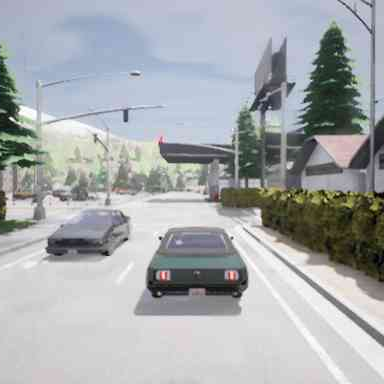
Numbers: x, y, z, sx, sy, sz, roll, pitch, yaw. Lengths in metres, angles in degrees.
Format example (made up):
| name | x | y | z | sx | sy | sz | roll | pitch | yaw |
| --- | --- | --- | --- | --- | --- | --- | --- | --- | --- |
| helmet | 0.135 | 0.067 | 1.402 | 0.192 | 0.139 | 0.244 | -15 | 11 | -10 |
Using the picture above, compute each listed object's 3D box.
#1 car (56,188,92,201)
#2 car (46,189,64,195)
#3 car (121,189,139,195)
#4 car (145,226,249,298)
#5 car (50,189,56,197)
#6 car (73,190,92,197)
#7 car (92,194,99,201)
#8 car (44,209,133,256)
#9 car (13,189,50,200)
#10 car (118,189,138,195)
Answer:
| name | x | y | z | sx | sy | sz | roll | pitch | yaw |
| --- | --- | --- | --- | --- | --- | --- | --- | --- | --- |
| car | -16.748 | 0.360 | 47.325 | 3.866 | 1.878 | 1.905 | 0 | 1 | 0 |
| car | -35.055 | 0.098 | 84.958 | 3.806 | 1.475 | 1.970 | 0 | 1 | 0 |
| car | -16.458 | 0.007 | 88.046 | 4.514 | 1.523 | 2.007 | 0 | 1 | 0 |
| car | 0.099 | 1.476 | 8.150 | 1.895 | 1.301 | 4.718 | 0 | 1 | 0 |
| car | -23.988 | 0.343 | 63.032 | 4.514 | 1.523 | 2.007 | 0 | 1 | 0 |
| car | -23.999 | 0.214 | 73.024 | 3.633 | 1.501 | 1.845 | 0 | 1 | 0 |
| car | -16.154 | 0.593 | 50.657 | 3.806 | 1.475 | 1.970 | 0 | 1 | 0 |
| car | -3.524 | 1.356 | 12.516 | 2.033 | 1.411 | 5.357 | 0 | 1 | 1 |
| car | -24.633 | 0.331 | 50.570 | 4.605 | 1.855 | 1.932 | 0 | 1 | 0 |
| car | -16.388 | 0.045 | 84.909 | 5.027 | 1.636 | 2.152 | 0 | 1 | 0 |
